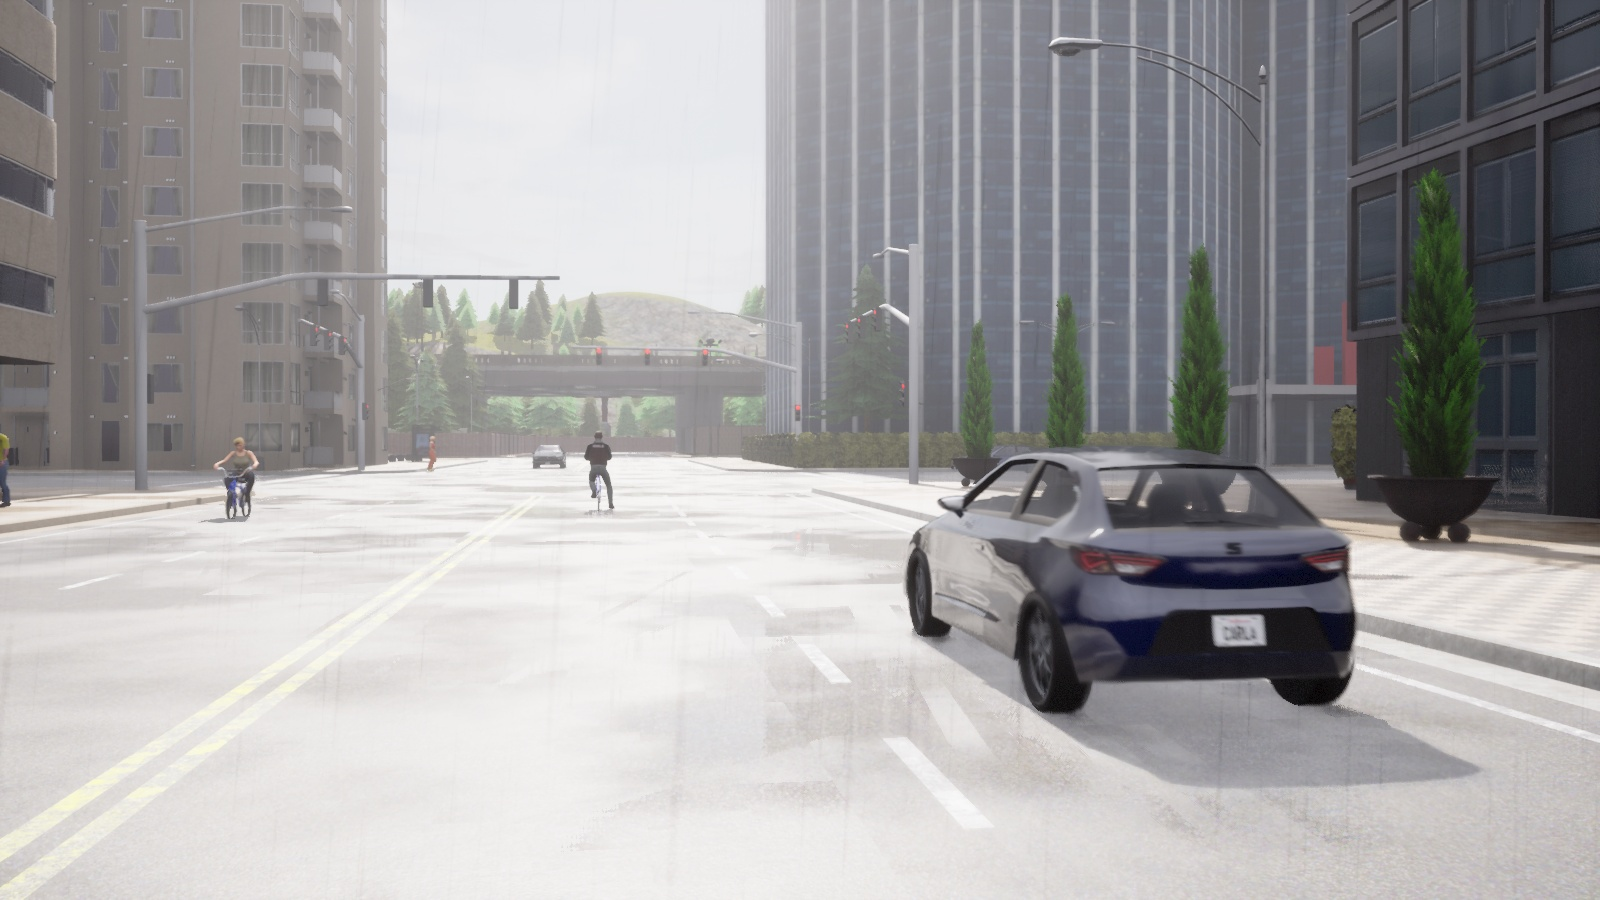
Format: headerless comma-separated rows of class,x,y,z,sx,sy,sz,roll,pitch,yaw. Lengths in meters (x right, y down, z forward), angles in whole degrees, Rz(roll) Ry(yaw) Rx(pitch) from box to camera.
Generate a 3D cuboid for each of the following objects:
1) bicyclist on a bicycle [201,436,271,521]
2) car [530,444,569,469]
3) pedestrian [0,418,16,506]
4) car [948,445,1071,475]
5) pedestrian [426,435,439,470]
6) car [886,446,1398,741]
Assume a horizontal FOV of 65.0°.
bicyclist on a bicycle,-11.073,0.535,24.713,0.866,1.612,1.509,0,0,-8
car,-15.015,0.356,75.408,2.033,1.411,5.357,0,0,-8
pedestrian,-16.826,0.243,26.235,0.354,1.836,0.706,0,0,17
car,9.906,0.466,59.530,5.357,1.411,2.033,0,0,-9
pedestrian,-19.177,0.130,65.529,0.594,1.836,0.345,0,0,-1
car,1.924,0.714,8.516,1.816,1.474,4.193,0,0,-8
